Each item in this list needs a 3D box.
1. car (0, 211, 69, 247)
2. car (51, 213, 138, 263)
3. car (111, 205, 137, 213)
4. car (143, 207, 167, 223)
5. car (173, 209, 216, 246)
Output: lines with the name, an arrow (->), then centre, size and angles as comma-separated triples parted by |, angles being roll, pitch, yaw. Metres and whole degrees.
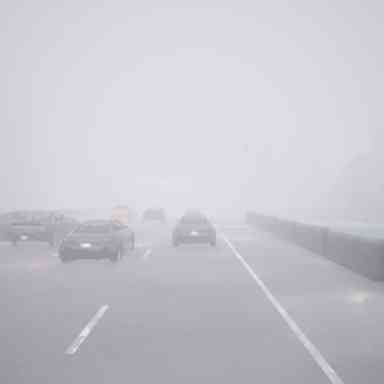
car -> -6.894, 1.709, 16.087 | 2.128, 1.511, 4.902 | 0, -1, 0
car -> -3.395, 1.716, 12.647 | 1.994, 1.385, 4.181 | 0, -1, 0
car -> -6.887, 2.108, 34.015 | 2.097, 1.767, 4.553 | 0, -2, 0
car -> -3.389, 2.104, 31.098 | 1.882, 1.535, 5.008 | 0, -3, 0
car -> 0.104, 1.777, 16.375 | 1.994, 1.385, 4.181 | 0, -1, 0
